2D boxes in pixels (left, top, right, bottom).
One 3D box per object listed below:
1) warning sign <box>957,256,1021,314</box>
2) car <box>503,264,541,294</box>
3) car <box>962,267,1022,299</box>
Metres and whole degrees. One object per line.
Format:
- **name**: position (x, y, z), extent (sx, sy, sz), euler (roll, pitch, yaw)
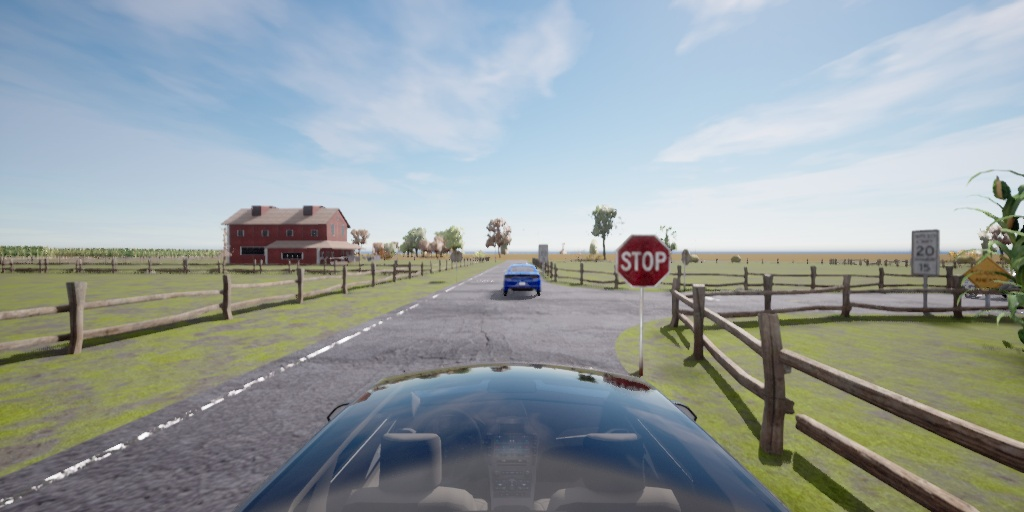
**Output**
- **warning sign**: position (16.134, 0.948, 12.168), extent (1.060, 1.860, 1.300), euler (0, 0, 1)
- **car**: position (0.558, 1.189, 19.798), extent (1.882, 1.535, 5.008), euler (0, 0, 2)
- **car**: position (24.567, 1.297, 17.292), extent (4.902, 1.511, 2.128), euler (0, 1, 1)
